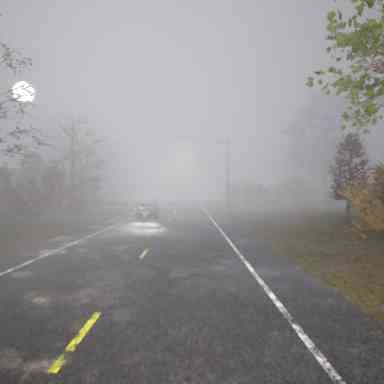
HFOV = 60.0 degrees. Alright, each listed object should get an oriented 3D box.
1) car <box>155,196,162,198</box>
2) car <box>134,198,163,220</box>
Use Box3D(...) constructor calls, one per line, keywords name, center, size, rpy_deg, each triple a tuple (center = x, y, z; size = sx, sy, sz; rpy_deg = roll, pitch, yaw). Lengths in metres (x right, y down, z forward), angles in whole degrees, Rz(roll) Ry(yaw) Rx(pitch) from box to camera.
Box3D(name="car", center=(-7.012, 1.594, 69.890), size=(2.128, 1.511, 4.902), rpy_deg=(0, 0, -6))
Box3D(name="car", center=(-3.699, 1.549, 28.463), size=(2.128, 1.511, 4.902), rpy_deg=(0, 0, 0))
